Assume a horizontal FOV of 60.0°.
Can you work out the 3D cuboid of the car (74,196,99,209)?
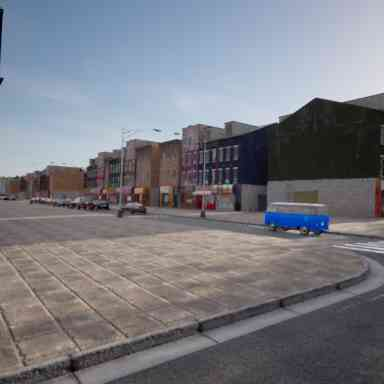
[{"bbox_3d":[-16.218,1.577,51.037,2.192,1.841,5.009,3,-2,-36],"label":"car"}]

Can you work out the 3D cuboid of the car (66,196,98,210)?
[{"bbox_3d":[-14.860,1.489,44.745,2.097,1.767,4.553,3,-2,-35],"label":"car"}]

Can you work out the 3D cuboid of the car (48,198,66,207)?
[{"bbox_3d":[-20.689,1.709,52.716,2.033,1.411,5.357,3,-2,-36],"label":"car"}]

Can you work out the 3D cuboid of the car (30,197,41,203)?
[{"bbox_3d":[-38.630,2.010,82.055,1.802,1.307,4.206,3,-2,-36],"label":"car"}]

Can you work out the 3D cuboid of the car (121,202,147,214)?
[{"bbox_3d":[-6.627,1.808,37.733,1.802,1.307,4.206,3,-2,-36],"label":"car"}]

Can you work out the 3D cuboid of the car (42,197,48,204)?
[{"bbox_3d":[-29.126,1.870,68.898,1.752,1.417,4.829,3,-2,-36],"label":"car"}]

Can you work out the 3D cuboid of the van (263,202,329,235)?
[{"bbox_3d":[6.182,1.555,20.008,1.690,1.788,3.998,3,-2,-36],"label":"van"}]

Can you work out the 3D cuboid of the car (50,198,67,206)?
[{"bbox_3d":[-25.827,1.886,64.327,1.947,1.339,4.313,3,-2,-36],"label":"car"}]

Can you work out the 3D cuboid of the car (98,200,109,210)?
[{"bbox_3d":[-13.026,1.813,46.598,1.947,1.339,4.313,3,-2,-36],"label":"car"}]

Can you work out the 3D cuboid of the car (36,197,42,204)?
[{"bbox_3d":[-32.229,1.951,73.192,1.802,1.307,4.206,3,-2,-36],"label":"car"}]

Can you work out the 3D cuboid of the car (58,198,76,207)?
[{"bbox_3d":[-22.627,1.842,59.896,1.887,1.381,4.507,3,-2,-36],"label":"car"}]

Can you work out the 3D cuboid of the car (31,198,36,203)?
[{"bbox_3d":[-35.425,1.837,77.627,1.967,1.590,4.097,3,-2,-36],"label":"car"}]
